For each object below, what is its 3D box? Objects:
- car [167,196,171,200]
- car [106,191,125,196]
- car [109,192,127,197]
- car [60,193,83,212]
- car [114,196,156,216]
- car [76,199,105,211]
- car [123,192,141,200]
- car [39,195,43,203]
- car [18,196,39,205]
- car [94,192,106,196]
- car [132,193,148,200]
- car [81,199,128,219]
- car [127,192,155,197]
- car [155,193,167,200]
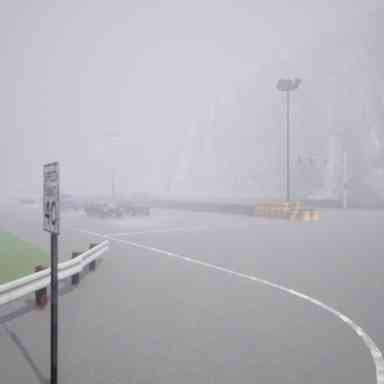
[{"bbox_3d":[-6.662,1.290,73.647,1.895,1.301,4.718,0,1,-38],"label":"car"},{"bbox_3d":[-16.800,0.783,75.260,2.150,2.045,5.566,0,1,-38],"label":"car"},{"bbox_3d":[-14.499,1.291,66.770,1.895,1.301,4.718,0,1,-38],"label":"car"},{"bbox_3d":[-14.864,1.151,38.431,2.150,2.045,5.566,0,0,-38],"label":"car"},{"bbox_3d":[-5.909,1.454,32.659,1.882,1.535,5.008,0,0,-38],"label":"car"},{"bbox_3d":[-12.725,1.524,41.381,1.895,1.301,4.718,0,0,-38],"label":"car"},{"bbox_3d":[-14.011,0.874,77.374,2.097,1.767,4.553,0,1,-38],"label":"car"},{"bbox_3d":[-25.018,1.238,57.281,2.033,1.411,5.357,0,1,-37],"label":"car"},{"bbox_3d":[-26.566,1.317,53.541,1.895,1.301,4.718,0,1,-37],"label":"car"},{"bbox_3d":[-20.828,0.868,74.742,2.097,1.767,4.553,0,1,-38],"label":"car"},{"bbox_3d":[-12.635,1.047,81.304,1.812,1.442,4.674,0,1,-38],"label":"car"},{"bbox_3d":[-7.869,1.579,29.490,1.895,1.301,4.718,0,0,-38],"label":"car"},{"bbox_3d":[-10.328,0.951,67.112,2.150,2.045,5.566,0,1,-38],"label":"car"},{"bbox_3d":[-7.865,1.082,69.480,2.097,1.767,4.553,0,1,-38],"label":"car"}]
